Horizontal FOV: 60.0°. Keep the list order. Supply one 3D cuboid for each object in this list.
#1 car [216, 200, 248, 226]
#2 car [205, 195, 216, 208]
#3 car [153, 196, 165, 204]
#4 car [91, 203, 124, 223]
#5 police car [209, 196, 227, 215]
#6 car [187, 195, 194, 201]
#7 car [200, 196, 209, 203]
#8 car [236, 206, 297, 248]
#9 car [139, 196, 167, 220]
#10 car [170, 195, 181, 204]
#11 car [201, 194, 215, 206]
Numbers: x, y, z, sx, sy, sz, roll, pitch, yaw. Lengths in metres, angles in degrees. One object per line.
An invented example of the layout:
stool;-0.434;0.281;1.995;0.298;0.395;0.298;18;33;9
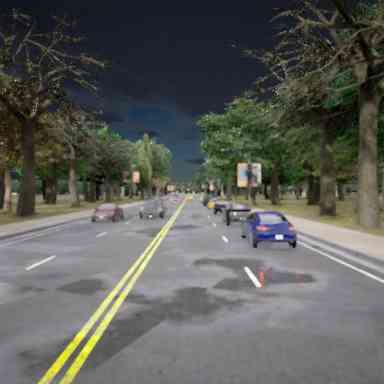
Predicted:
car;3.222;1.568;24.196;2.128;1.511;4.902;0;0;0
car;3.144;1.585;46.396;1.801;1.575;5.366;0;0;0
car;-6.732;1.642;67.724;1.882;1.535;5.008;0;0;0
car;-6.634;1.607;26.635;1.812;1.442;4.674;0;0;0
police car;3.189;1.529;35.311;1.930;1.638;5.238;0;0;0
car;-0.388;1.550;88.417;1.882;1.535;5.008;0;0;-1
car;2.936;1.716;79.221;1.812;1.442;4.674;0;0;0
car;3.339;1.575;15.042;1.812;1.442;4.674;0;0;0
car;-3.390;1.441;29.435;2.097;1.767;4.553;0;0;0
car;-3.494;1.497;69.880;2.097;1.767;4.553;0;0;0
car;3.086;1.372;57.242;2.150;2.045;5.566;0;0;0
